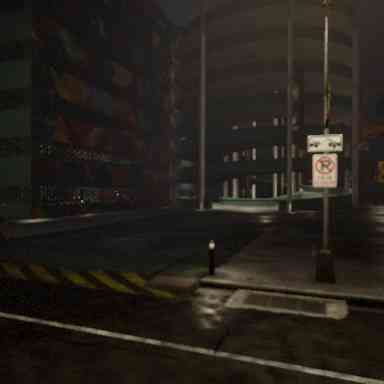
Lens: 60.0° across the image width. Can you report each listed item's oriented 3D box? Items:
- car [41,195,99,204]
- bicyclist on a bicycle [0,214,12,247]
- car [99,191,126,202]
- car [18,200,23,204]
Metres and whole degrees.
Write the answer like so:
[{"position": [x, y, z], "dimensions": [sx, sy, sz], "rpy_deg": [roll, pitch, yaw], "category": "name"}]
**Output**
[{"position": [-11.900, 1.173, 32.361], "dimensions": [4.674, 1.452, 2.002], "rpy_deg": [0, 0, 20], "category": "car"}, {"position": [-7.076, 1.235, 11.776], "dimensions": [0.582, 1.620, 1.656], "rpy_deg": [0, 0, 21], "category": "bicyclist on a bicycle"}, {"position": [-14.634, 0.785, 61.111], "dimensions": [5.566, 2.045, 2.435], "rpy_deg": [0, 0, 20], "category": "car"}, {"position": [-20.324, 1.245, 43.490], "dimensions": [4.718, 1.301, 1.895], "rpy_deg": [0, 0, 20], "category": "car"}]
